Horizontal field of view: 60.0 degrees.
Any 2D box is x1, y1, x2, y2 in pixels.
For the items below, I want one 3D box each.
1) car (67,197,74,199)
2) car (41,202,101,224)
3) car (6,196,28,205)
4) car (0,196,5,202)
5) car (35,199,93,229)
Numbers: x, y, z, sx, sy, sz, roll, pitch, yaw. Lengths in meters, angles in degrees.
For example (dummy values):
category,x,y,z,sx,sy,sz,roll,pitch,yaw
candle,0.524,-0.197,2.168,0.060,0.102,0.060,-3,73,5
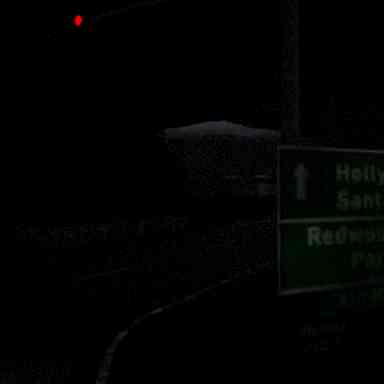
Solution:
category,x,y,z,sx,sy,sz,roll,pitch,yaw
car,-29.263,1.930,75.494,3.633,1.501,1.845,-1,0,35
car,-10.914,1.830,30.278,2.242,1.667,4.611,-1,0,35
car,-35.075,1.924,67.366,4.514,1.523,2.007,-1,0,35
car,-47.830,1.830,80.665,3.866,1.878,1.905,-1,0,35
car,-8.804,1.628,23.466,1.905,1.878,3.866,-1,0,35
